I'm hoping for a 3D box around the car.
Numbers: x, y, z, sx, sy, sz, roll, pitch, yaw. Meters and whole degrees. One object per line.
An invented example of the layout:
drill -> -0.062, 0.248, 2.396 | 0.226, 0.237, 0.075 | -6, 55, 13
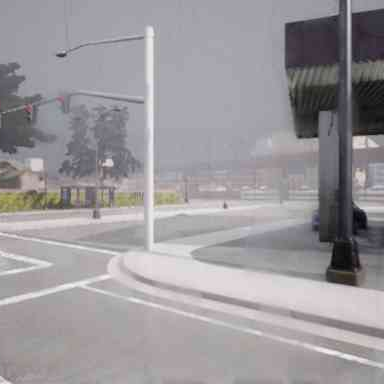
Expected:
car -> 8.265, 1.293, 18.574 | 2.242, 1.667, 4.611 | 0, 0, 37
